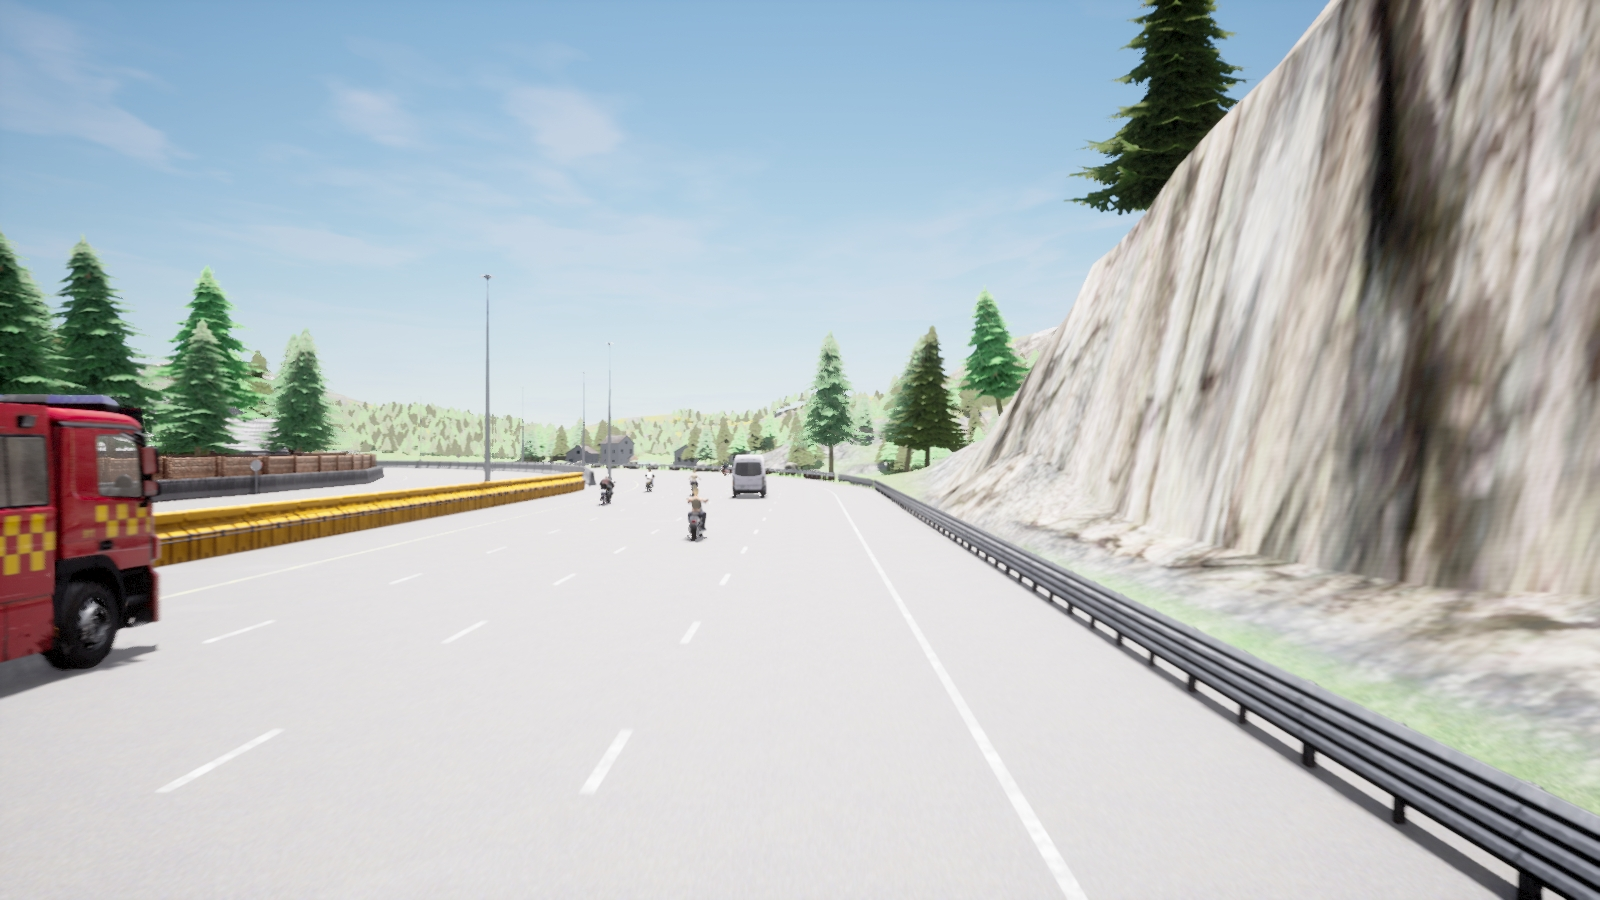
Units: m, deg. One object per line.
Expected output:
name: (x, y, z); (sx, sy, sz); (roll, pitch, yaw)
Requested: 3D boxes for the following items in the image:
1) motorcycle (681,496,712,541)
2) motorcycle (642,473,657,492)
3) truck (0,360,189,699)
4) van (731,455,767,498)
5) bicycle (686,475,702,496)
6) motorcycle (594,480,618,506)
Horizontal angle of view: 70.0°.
motorcycle: (-3.295, 2.170, 36.578); (0.764, 1.325, 2.356); (0, 0, 0)
motorcycle: (-10.232, 2.227, 77.827); (0.803, 1.217, 2.033); (0, 0, -2)
truck: (-10.471, 0.899, 12.621); (2.891, 3.827, 8.468); (0, 0, 0)
van: (-3.086, 1.580, 70.479); (1.988, 2.561, 5.915); (0, 0, 0)
bicycle: (-6.524, 2.194, 70.636); (0.859, 1.295, 1.487); (0, 0, -1)
motorcycle: (-10.106, 2.244, 59.655); (0.867, 1.251, 2.209); (0, 0, 0)
